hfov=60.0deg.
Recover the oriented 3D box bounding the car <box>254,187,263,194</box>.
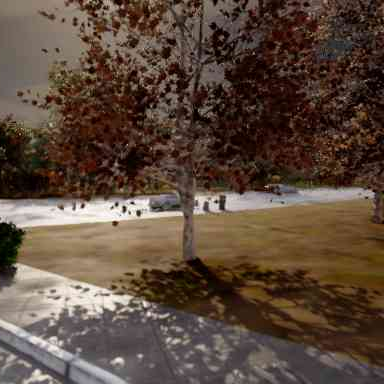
[{"bbox_3d":[11.325,-0.437,48.061,4.718,1.301,1.895,-3,3,-27],"label":"car"}]

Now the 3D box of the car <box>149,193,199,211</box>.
[{"bbox_3d":[-1.493,0.758,27.637,4.181,1.385,1.994,-2,3,-37],"label":"car"}]

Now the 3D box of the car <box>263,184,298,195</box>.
[{"bbox_3d":[12.088,-0.306,44.522,4.181,1.385,1.994,-3,3,-27],"label":"car"}]
